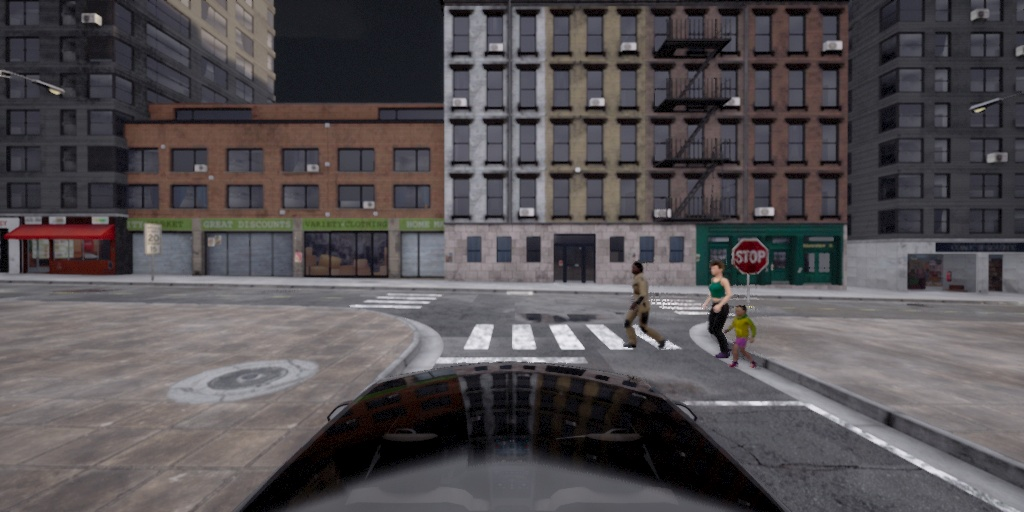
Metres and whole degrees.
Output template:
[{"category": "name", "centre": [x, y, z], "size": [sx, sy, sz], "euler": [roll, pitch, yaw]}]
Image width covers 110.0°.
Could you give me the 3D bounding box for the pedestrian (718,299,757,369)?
[{"category": "pedestrian", "centre": [3.973, 1.359, 6.131], "size": [0.500, 1.100, 0.500], "euler": [0, 0, 0]}]

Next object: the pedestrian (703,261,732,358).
[{"category": "pedestrian", "centre": [3.881, 0.970, 6.727], "size": [0.375, 1.860, 0.375], "euler": [0, 0, 0]}]

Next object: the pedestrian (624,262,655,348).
[{"category": "pedestrian", "centre": [2.607, 0.961, 7.327], "size": [0.375, 1.860, 0.375], "euler": [0, 0, 0]}]
